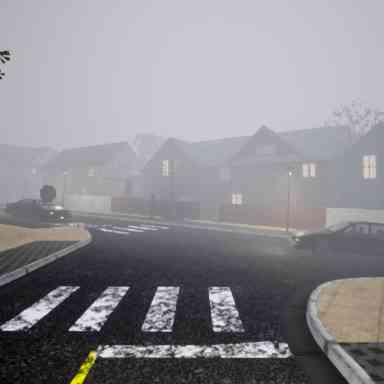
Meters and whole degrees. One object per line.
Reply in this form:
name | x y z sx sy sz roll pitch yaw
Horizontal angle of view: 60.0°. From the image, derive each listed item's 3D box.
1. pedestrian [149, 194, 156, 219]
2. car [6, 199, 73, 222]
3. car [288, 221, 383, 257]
pedestrian | -3.015 1.087 24.955 0.375 1.860 0.375 -1 -5 32
car | -10.572 1.174 22.796 5.357 1.411 2.033 2 0 32
car | 6.711 1.885 13.337 5.357 1.411 2.033 3 0 8
